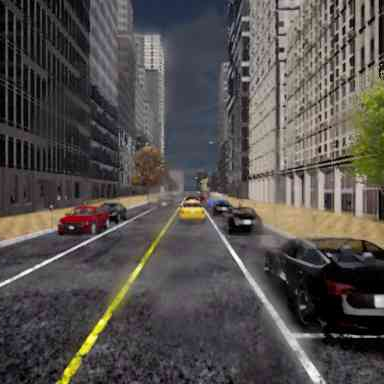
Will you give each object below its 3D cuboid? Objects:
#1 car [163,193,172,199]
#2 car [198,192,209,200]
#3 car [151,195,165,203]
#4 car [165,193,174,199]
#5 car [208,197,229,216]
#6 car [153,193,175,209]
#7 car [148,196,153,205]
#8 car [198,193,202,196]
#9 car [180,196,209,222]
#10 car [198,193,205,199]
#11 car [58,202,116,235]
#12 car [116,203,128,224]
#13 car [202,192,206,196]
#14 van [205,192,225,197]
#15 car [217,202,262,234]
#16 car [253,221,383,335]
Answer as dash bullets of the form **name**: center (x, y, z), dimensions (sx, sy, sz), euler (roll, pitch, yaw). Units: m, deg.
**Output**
- **car**: center (-5.880, 1.026, 80.645), dimensions (2.008, 1.369, 4.403), euler (0, 0, 0)
- **car**: center (2.515, 0.831, 74.960), dimensions (2.192, 1.841, 5.009), euler (0, 0, 0)
- **car**: center (-5.826, 1.187, 57.877), dimensions (2.008, 1.369, 4.403), euler (0, 0, 0)
- **car**: center (-5.894, 1.000, 86.338), dimensions (1.947, 1.339, 4.313), euler (0, 0, 0)
- **car**: center (2.622, 1.390, 29.424), dimensions (1.947, 1.339, 4.313), euler (0, 0, 0)
- **car**: center (-3.189, 1.245, 40.739), dimensions (2.128, 1.511, 4.902), euler (0, 0, 0)
- **car**: center (-5.812, 1.202, 52.013), dimensions (1.752, 1.417, 4.829), euler (0, 0, 0)
- **car**: center (-0.008, 1.215, 42.886), dimensions (1.882, 1.535, 5.008), euler (0, 0, 0)
- **car**: center (0.042, 1.310, 24.556), dimensions (1.801, 1.575, 5.366), euler (0, 0, 0)
- **car**: center (2.487, 0.957, 86.515), dimensions (1.752, 1.417, 4.829), euler (0, 0, 0)
- **car**: center (-5.731, 1.439, 18.029), dimensions (1.887, 1.381, 4.507), euler (0, 0, 0)
- **car**: center (-5.745, 1.426, 23.721), dimensions (1.947, 1.339, 4.313), euler (0, 0, 0)
- **car**: center (2.596, 1.191, 40.809), dimensions (1.967, 1.590, 4.097), euler (0, 0, 0)
- **van**: center (2.609, 1.129, 35.117), dimensions (1.690, 1.788, 3.998), euler (0, 0, 0)
- **car**: center (2.649, 1.460, 18.040), dimensions (1.947, 1.339, 4.313), euler (0, 0, 0)
- **car**: center (2.676, 1.527, 6.656), dimensions (1.947, 1.339, 4.313), euler (0, 0, 0)
